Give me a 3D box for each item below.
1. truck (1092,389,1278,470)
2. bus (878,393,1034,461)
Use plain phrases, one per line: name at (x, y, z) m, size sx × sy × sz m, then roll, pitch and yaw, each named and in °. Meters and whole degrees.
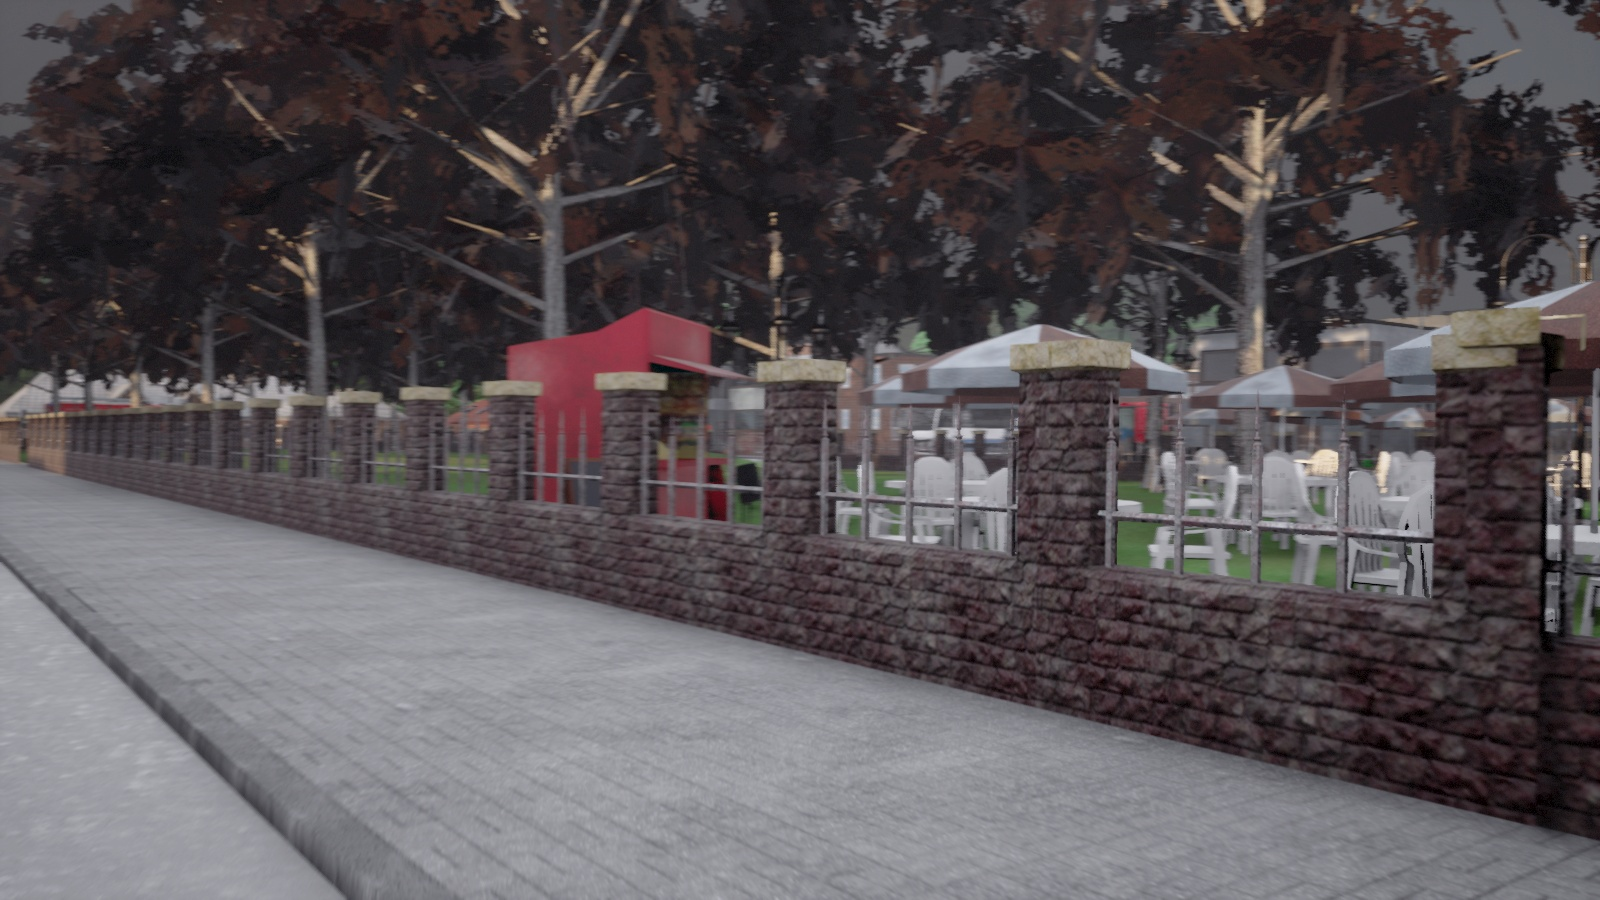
truck at (17.439, -0.899, 57.433) m, size 2.891 × 3.462 × 7.936 m, roll -1°, pitch 1°, yaw -37°
bus at (10.369, -1.489, 82.542) m, size 10.273 × 4.253 × 3.944 m, roll -1°, pitch 1°, yaw -37°
